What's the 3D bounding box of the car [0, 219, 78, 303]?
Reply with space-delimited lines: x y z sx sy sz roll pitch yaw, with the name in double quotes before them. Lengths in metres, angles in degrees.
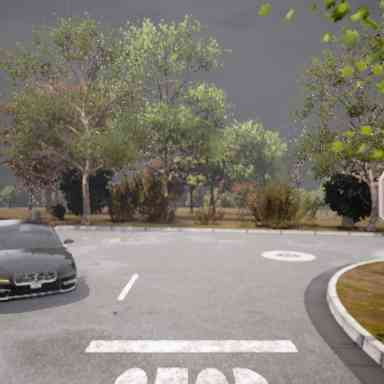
"car" -4.239 1.503 8.312 1.837 1.490 4.892 1 0 -33
